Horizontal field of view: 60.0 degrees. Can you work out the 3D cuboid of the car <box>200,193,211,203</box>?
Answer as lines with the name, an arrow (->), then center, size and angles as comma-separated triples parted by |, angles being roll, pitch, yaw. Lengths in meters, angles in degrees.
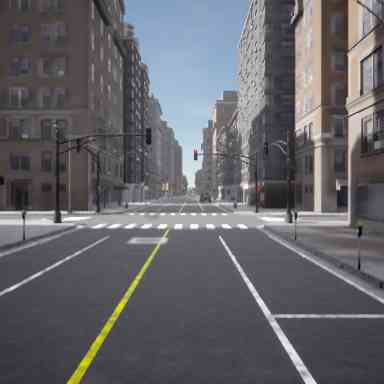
car -> 3.020, 1.464, 70.753 | 1.837, 1.490, 4.892 | 0, 0, 0

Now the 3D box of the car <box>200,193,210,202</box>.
car -> 2.981, 1.190, 77.783 | 2.150, 2.045, 5.566 | 0, 0, 0
